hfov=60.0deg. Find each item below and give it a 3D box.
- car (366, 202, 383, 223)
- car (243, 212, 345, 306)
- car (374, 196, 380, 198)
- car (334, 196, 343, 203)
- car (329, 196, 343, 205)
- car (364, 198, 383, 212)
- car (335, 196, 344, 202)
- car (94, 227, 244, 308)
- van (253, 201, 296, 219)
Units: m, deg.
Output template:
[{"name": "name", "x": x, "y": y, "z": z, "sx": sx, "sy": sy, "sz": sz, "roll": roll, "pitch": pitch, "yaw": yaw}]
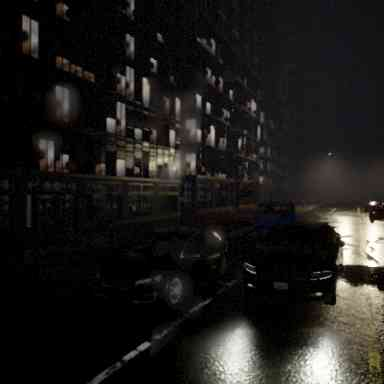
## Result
[{"name": "car", "x": 14.802, "y": 1.696, "z": 25.750, "sx": 1.895, "sy": 1.301, "sz": 4.718, "roll": 0, "pitch": 0, "yaw": 27}, {"name": "car", "x": 2.794, "y": 1.510, "z": 8.530, "sx": 1.882, "sy": 1.535, "sz": 5.008, "roll": 0, "pitch": 0, "yaw": 27}, {"name": "car", "x": 37.470, "y": 1.757, "z": 65.483, "sx": 1.947, "sy": 1.339, "sz": 4.313, "roll": 0, "pitch": 0, "yaw": 26}, {"name": "car", "x": 35.039, "y": 1.743, "z": 79.415, "sx": 1.887, "sy": 1.381, "sz": 4.507, "roll": 0, "pitch": 0, "yaw": 26}, {"name": "car", "x": 27.435, "y": 1.720, "z": 64.123, "sx": 1.887, "sy": 1.381, "sz": 4.507, "roll": 0, "pitch": 0, "yaw": 26}, {"name": "car", "x": 21.050, "y": 1.695, "z": 38.321, "sx": 1.994, "sy": 1.385, "sz": 4.181, "roll": 0, "pitch": 0, "yaw": 27}, {"name": "car", "x": 37.573, "y": 1.771, "z": 84.513, "sx": 1.947, "sy": 1.339, "sz": 4.313, "roll": 0, "pitch": 0, "yaw": 26}, {"name": "car", "x": -0.446, "y": 1.574, "z": 8.053, "sx": 2.008, "sy": 1.369, "sz": 4.403, "roll": 0, "pitch": 0, "yaw": 26}, {"name": "van", "x": 4.624, "y": 1.402, "z": 18.248, "sx": 1.690, "sy": 1.788, "sz": 3.998, "roll": 0, "pitch": 0, "yaw": 26}]
